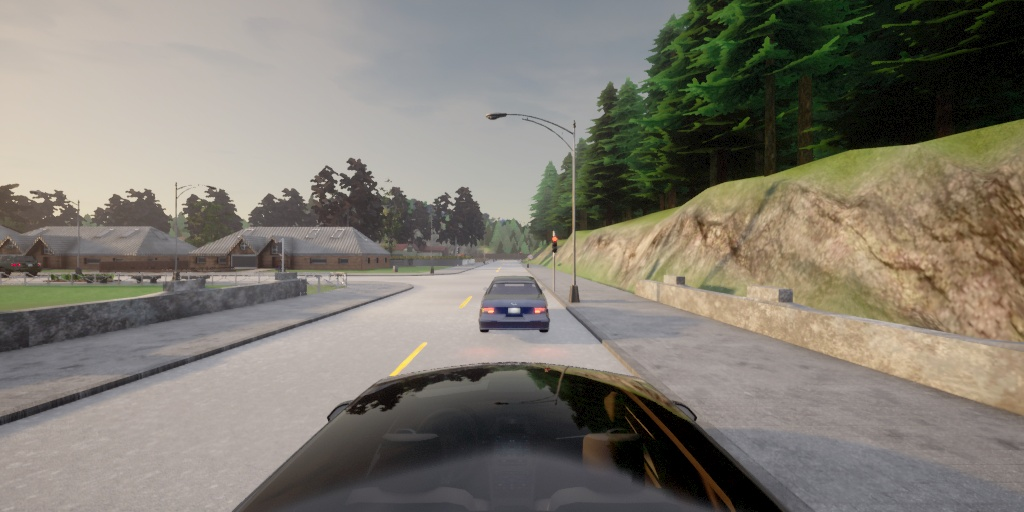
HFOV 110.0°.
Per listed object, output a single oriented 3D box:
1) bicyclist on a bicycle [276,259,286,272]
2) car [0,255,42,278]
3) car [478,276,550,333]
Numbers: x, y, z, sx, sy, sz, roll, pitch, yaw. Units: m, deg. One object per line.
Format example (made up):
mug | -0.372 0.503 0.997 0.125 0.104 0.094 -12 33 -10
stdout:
bicyclist on a bicycle | -24.157 1.099 37.533 0.582 1.620 1.656 0 0 0
car | -47.370 0.971 33.288 5.566 2.045 2.150 0 0 1
car | 0.064 1.297 10.749 2.033 1.411 5.357 0 0 0
